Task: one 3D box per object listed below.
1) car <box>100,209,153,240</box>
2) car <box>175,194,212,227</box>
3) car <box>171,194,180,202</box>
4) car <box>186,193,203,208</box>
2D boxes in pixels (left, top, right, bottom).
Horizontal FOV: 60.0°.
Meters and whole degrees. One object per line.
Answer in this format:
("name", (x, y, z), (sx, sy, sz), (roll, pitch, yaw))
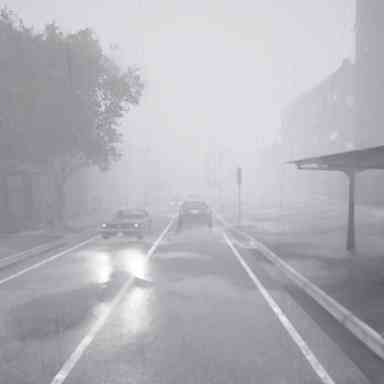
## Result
("car", (-3.162, 1.546, 16.885), (1.895, 1.301, 4.718), (0, 0, 1))
("car", (0.191, 1.255, 22.174), (2.097, 1.767, 4.553), (0, 1, 0))
("car", (-2.635, 0.969, 58.245), (2.033, 1.411, 5.357), (0, 1, 1))
("car", (0.340, 0.995, 42.442), (2.097, 1.767, 4.553), (0, 1, 1))
